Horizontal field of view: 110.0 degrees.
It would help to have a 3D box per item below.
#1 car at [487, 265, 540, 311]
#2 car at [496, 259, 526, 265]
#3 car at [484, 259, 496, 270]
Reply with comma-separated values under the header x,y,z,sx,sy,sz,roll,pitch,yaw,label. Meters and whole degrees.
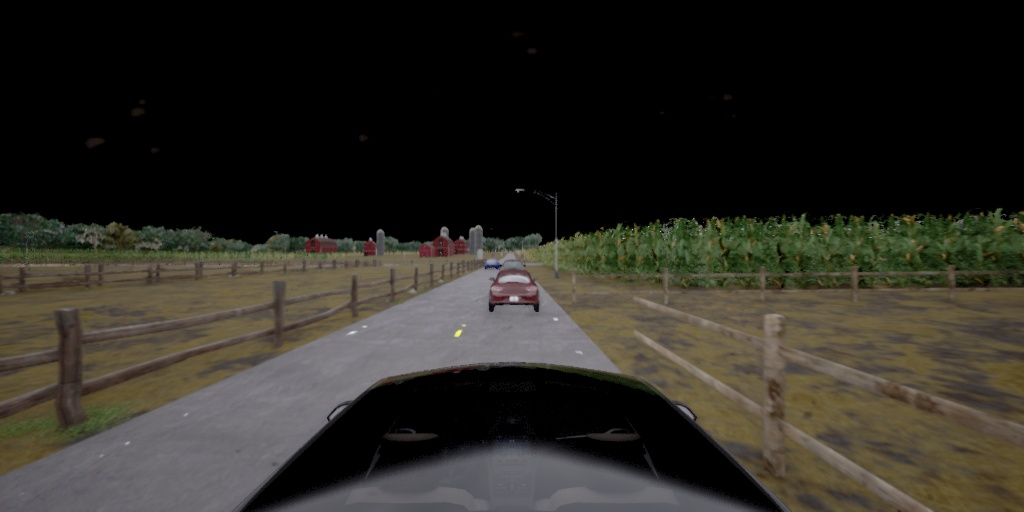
x,y,z,sx,sy,sz,roll,pitch,yaw,label
0.072,1.256,14.125,1.812,1.442,4.674,0,0,0,car
0.064,1.057,28.305,2.097,1.767,4.553,0,0,0,car
-2.838,1.143,50.555,1.882,1.535,5.008,0,0,0,car
